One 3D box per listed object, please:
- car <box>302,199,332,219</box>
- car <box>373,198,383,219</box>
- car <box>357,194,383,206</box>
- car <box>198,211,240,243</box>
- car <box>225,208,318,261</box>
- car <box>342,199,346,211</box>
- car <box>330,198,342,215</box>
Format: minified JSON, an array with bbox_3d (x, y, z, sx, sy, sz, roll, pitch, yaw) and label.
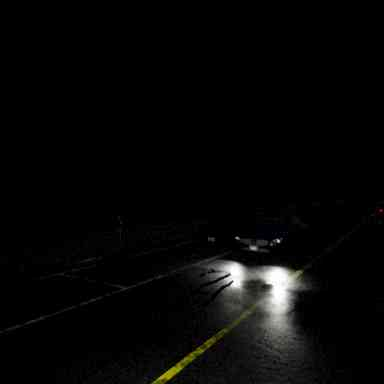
[{"bbox_3d":[10.799,1.582,29.443,1.802,1.307,4.206,0,0,32],"label":"car"},{"bbox_3d":[17.100,1.548,28.622,2.033,1.411,5.357,0,0,32],"label":"car"},{"bbox_3d":[28.743,1.492,53.869,2.128,1.511,4.902,0,0,-5],"label":"car"},{"bbox_3d":[1.949,1.566,15.428,1.947,1.339,4.313,0,0,32],"label":"car"},{"bbox_3d":[3.209,1.526,12.614,1.812,1.442,4.674,0,0,32],"label":"car"},{"bbox_3d":[16.699,1.441,38.786,1.967,1.590,4.097,0,0,32],"label":"car"},{"bbox_3d":[13.749,1.566,34.114,1.947,1.339,4.313,0,0,32],"label":"car"}]
